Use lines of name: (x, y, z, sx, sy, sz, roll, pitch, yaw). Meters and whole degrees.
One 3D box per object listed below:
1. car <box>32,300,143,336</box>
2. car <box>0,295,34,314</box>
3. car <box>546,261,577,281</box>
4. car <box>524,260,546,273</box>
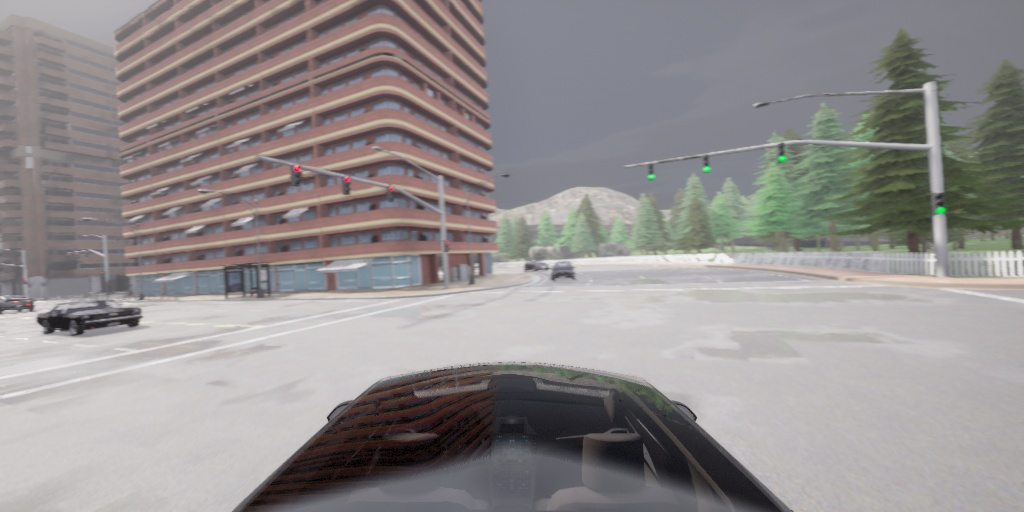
car: (-18.197, 2.576, 15.475, 4.718, 1.301, 1.895, -4, 0, 24)
car: (-42.868, 4.095, 30.608, 4.902, 1.511, 2.128, -4, 0, 25)
car: (4.100, 1.137, 28.478, 2.033, 1.411, 5.357, -4, 0, 9)
car: (2.977, 1.235, 44.254, 2.128, 1.511, 4.902, -3, 0, -19)
